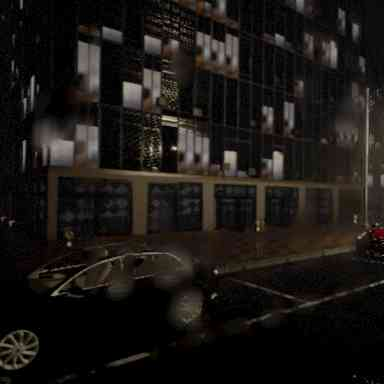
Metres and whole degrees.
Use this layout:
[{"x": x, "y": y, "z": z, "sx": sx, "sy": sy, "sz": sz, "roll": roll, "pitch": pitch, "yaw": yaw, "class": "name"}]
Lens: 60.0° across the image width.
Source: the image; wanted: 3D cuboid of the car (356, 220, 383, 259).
[{"x": 7.734, "y": 1.559, "z": 12.069, "sx": 4.097, "sy": 1.590, "sz": 1.967, "roll": 1, "pitch": 0, "yaw": -36, "class": "car"}]

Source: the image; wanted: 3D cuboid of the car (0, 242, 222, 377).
[{"x": -1.505, "y": 1.568, "z": 5.476, "sx": 4.403, "sy": 1.369, "sz": 2.008, "roll": 1, "pitch": 0, "yaw": -36, "class": "car"}]
